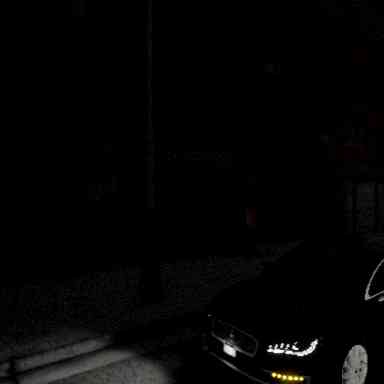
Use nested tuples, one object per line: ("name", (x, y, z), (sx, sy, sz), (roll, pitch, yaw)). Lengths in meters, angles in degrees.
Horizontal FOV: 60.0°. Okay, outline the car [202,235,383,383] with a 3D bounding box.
("car", (2.389, 1.485, 5.082), (4.892, 1.490, 1.837), (0, 0, -36))
